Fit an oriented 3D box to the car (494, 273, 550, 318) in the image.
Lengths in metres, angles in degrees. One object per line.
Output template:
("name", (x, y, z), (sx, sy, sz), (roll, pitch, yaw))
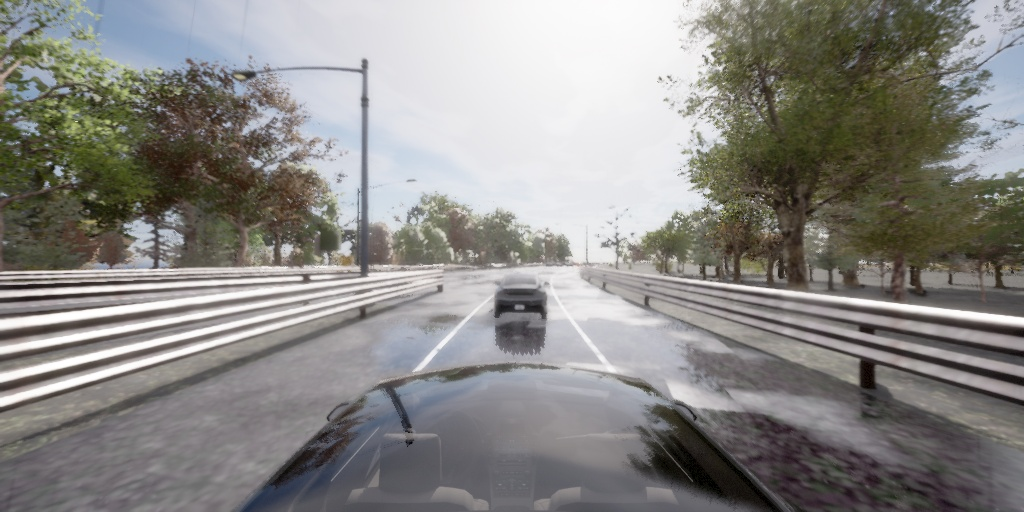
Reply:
("car", (0.387, 1.405, 13.830), (1.837, 1.490, 4.892), (0, 0, 3))
